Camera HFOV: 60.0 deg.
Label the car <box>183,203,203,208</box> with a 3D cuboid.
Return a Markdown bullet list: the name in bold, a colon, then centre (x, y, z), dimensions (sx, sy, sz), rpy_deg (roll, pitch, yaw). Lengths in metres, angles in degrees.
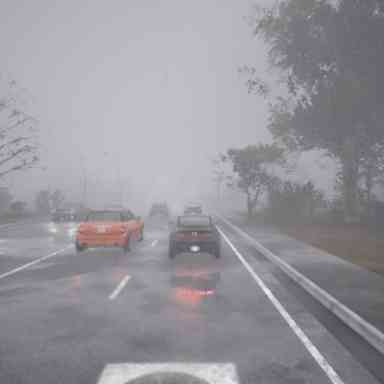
- **car**: centre (0.080, 1.815, 33.690), dimensions (1.812, 1.442, 4.674), rpy_deg (0, -1, 0)

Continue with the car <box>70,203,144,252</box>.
- **car**: centre (-3.401, 1.476, 14.624), dimensions (2.097, 1.767, 4.553), rpy_deg (0, -1, 0)

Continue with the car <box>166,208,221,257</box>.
- **car**: centre (0.098, 1.621, 13.381), dimensions (1.837, 1.490, 4.892), rpy_deg (0, 0, 0)

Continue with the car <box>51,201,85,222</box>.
- **car**: centre (-10.537, 1.600, 29.166), dimensions (2.097, 1.767, 4.553), rpy_deg (0, 0, 0)

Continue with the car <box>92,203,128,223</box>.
- **car**: centre (-7.039, 1.753, 29.008), dimensions (1.837, 1.490, 4.892), rpy_deg (0, -1, 0)

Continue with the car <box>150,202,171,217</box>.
- **car**: centre (-3.405, 1.820, 35.672), dimensions (1.837, 1.490, 4.892), rpy_deg (0, -1, 0)
